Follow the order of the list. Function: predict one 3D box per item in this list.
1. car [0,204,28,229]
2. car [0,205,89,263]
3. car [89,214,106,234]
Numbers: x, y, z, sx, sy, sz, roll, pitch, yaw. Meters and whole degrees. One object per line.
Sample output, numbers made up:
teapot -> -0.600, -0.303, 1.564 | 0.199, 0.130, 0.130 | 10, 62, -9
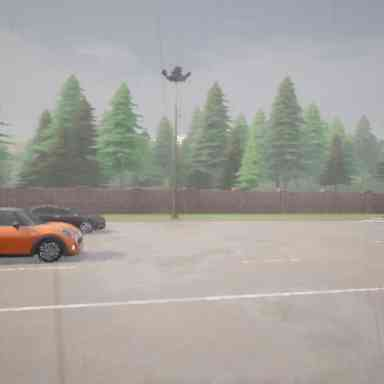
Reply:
car -> -13.165, 1.443, 20.227 | 5.357, 1.411, 2.033 | 1, 0, -12
car -> -5.985, 1.308, 11.014 | 4.553, 1.767, 2.097 | 1, 0, -12
car -> -7.151, 1.464, 17.922 | 4.892, 1.490, 1.837 | 1, 0, -12
